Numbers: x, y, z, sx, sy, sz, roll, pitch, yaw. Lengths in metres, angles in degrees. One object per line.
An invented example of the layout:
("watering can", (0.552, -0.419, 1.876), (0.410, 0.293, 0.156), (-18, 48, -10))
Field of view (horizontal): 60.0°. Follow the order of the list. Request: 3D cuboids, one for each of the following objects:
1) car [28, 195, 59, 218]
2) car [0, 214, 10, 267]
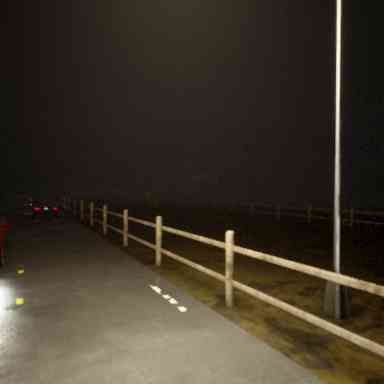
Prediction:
("car", (-11.709, 1.236, 26.397), (2.033, 1.411, 5.357), (0, 0, -27))
("car", (-6.907, 1.349, 10.492), (1.882, 1.535, 5.008), (0, 1, -27))
